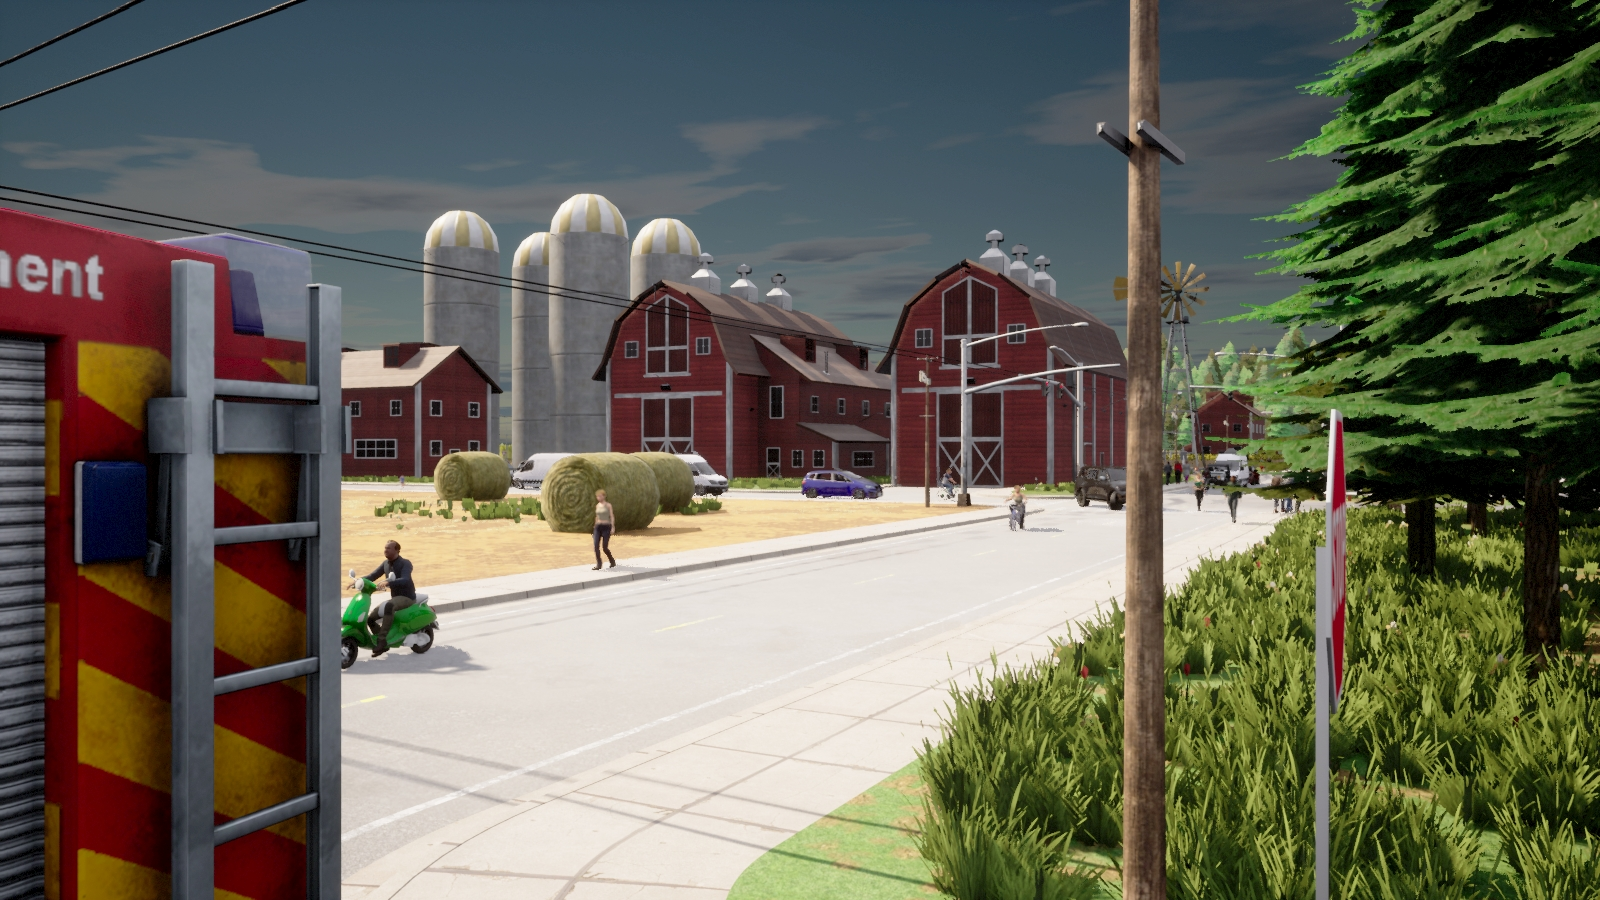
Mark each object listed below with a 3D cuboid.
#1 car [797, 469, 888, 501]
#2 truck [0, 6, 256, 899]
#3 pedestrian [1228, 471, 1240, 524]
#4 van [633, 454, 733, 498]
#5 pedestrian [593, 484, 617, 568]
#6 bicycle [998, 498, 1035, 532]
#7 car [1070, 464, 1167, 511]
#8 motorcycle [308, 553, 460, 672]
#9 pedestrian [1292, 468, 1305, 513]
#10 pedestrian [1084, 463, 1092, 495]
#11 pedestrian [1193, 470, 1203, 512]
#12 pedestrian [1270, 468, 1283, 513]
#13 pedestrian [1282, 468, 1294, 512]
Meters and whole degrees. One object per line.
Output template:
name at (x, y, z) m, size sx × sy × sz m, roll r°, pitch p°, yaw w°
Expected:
car at (2.404, 1.935, 64.387) m, size 4.611 × 1.667 × 2.242 m, roll 0°, pitch 0°, yaw 27°
truck at (-6.094, 0.866, 3.629) m, size 8.468 × 3.827 × 2.891 m, roll 0°, pitch 0°, yaw 22°
pedestrian at (15.518, 1.696, 40.856) m, size 0.375 × 1.860 × 0.375 m, roll 0°, pitch 0°, yaw 25°
van at (-7.141, 1.507, 69.304) m, size 5.915 × 2.561 × 1.988 m, roll 0°, pitch 0°, yaw 27°
pedestrian at (-4.364, 1.694, 25.560) m, size 0.375 × 1.860 × 0.375 m, roll 0°, pitch 0°, yaw 25°
bicycle at (7.537, 2.256, 39.708) m, size 0.859 × 1.080 × 1.487 m, roll 0°, pitch 0°, yaw 28°
car at (15.233, 1.765, 55.044) m, size 2.150 × 2.045 × 5.566 m, roll 0°, pitch 0°, yaw -12°
motorcycle at (-5.560, 2.142, 15.386) m, size 0.856 × 1.316 × 1.805 m, roll 0°, pitch 0°, yaw 28°
pedestrian at (20.784, 1.694, 47.660) m, size 0.375 × 1.860 × 0.375 m, roll 0°, pitch 0°, yaw -44°
pedestrian at (16.649, 1.676, 66.085) m, size 0.375 × 1.860 × 0.375 m, roll 0°, pitch 0°, yaw 31°
pedestrian at (17.942, 1.841, 51.524) m, size 0.375 × 1.860 × 0.375 m, roll 0°, pitch 0°, yaw 11°
pedestrian at (19.888, 1.695, 47.655) m, size 0.375 × 1.860 × 0.375 m, roll 0°, pitch 0°, yaw -40°
pedestrian at (20.697, 1.694, 48.466) m, size 0.375 × 1.860 × 0.375 m, roll 0°, pitch 0°, yaw -45°
